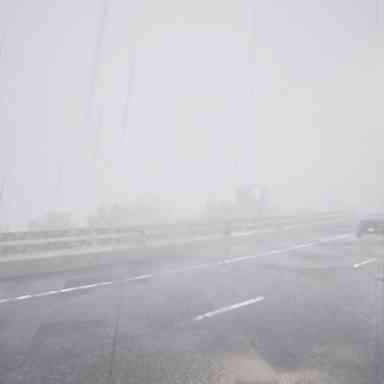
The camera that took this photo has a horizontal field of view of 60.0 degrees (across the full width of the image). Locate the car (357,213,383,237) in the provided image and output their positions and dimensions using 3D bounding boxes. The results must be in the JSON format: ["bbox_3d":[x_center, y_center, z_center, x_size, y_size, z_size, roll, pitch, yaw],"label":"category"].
[{"bbox_3d":[11.434,1.977,20.217,1.812,1.442,4.674,-1,-2,41],"label":"car"}]
